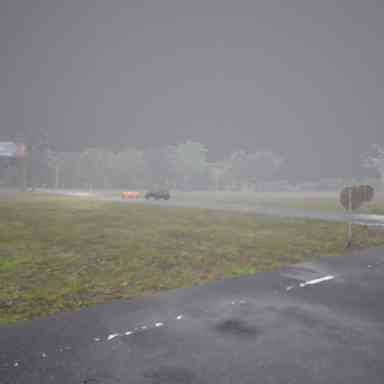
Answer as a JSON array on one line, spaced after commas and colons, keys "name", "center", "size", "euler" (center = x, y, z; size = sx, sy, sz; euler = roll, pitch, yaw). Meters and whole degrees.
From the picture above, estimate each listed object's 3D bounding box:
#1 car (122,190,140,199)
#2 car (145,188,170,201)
[{"name": "car", "center": [-11.721, 0.315, 63.625], "size": [2.097, 1.767, 4.553], "euler": [1, 1, -35]}, {"name": "car", "center": [-5.721, 0.385, 55.182], "size": [2.150, 2.045, 5.566], "euler": [1, 0, -35]}]
